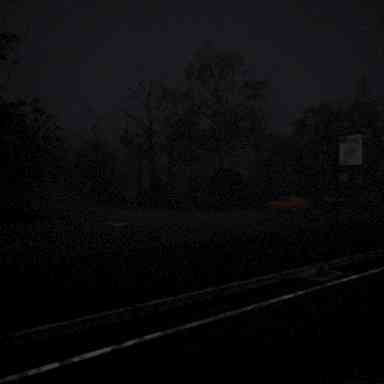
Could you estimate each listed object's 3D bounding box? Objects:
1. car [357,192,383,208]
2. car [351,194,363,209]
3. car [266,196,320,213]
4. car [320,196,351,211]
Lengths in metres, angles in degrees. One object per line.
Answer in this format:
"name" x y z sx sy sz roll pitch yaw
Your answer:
"car" 21.090 1.068 41.493 2.185 1.767 4.553 0 0 -36
"car" 16.536 1.240 38.288 2.002 1.452 4.674 0 0 -35
"car" 9.734 1.233 33.436 2.097 1.535 5.008 -1 0 -35
"car" 14.265 1.207 36.674 2.097 1.535 5.008 0 0 -35
